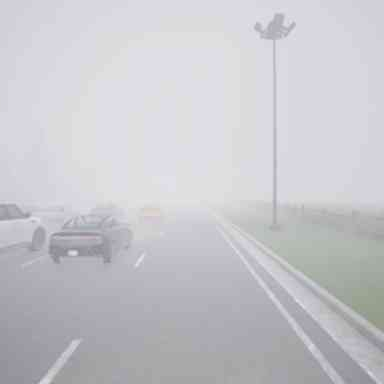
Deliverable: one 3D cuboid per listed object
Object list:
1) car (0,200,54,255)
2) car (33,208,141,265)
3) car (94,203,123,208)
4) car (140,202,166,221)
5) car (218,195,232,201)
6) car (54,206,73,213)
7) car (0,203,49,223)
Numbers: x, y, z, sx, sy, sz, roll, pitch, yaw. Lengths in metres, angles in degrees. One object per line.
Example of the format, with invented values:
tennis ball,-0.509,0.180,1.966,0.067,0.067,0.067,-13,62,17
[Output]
car,-6.900,1.276,10.960,2.150,2.045,5.566,0,0,0
car,-3.401,1.551,11.936,2.128,1.511,4.902,0,0,0
car,-6.897,1.627,27.421,2.128,1.511,4.902,0,0,0
car,-3.396,1.621,28.977,1.882,1.535,5.008,0,0,0
car,8.940,1.656,90.243,3.866,1.878,1.905,0,0,0
car,-10.397,1.729,25.826,1.895,1.301,4.718,0,0,0
car,-13.897,1.702,27.918,1.994,1.385,4.181,0,0,0
